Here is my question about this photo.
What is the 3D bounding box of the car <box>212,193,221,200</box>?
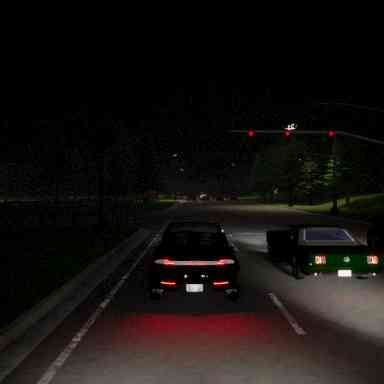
[{"bbox_3d":[6.826,1.187,92.607,2.097,1.767,4.553,0,0,0],"label":"car"}]

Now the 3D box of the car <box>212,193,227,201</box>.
[{"bbox_3d":[6.846,1.531,82.217,2.033,1.411,5.357,0,0,0],"label":"car"}]

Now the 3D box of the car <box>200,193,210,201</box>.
[{"bbox_3d":[3.345,1.545,82.627,1.994,1.385,4.181,0,0,0],"label":"car"}]

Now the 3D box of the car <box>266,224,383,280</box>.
[{"bbox_3d":[3.561,1.601,9.942,1.895,1.301,4.718,0,0,0],"label":"car"}]

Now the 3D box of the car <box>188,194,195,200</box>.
[{"bbox_3d":[-0.174,1.310,92.624,1.882,1.535,5.008,0,0,0],"label":"car"}]

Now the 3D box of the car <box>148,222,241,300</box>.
[{"bbox_3d":[0.055,1.492,8.344,2.128,1.511,4.902,0,0,0],"label":"car"}]

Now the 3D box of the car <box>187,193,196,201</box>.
[{"bbox_3d":[-0.154,1.217,82.234,2.150,2.045,5.566,0,0,0],"label":"car"}]

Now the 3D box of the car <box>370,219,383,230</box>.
[{"bbox_3d":[7.056,1.221,9.039,2.150,2.045,5.566,0,0,0],"label":"car"}]

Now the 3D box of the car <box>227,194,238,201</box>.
[{"bbox_3d":[10.345,1.516,82.640,1.812,1.442,4.674,0,0,0],"label":"car"}]

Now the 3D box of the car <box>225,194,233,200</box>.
[{"bbox_3d":[10.326,1.332,92.644,1.837,1.490,4.892,0,0,0],"label":"car"}]
